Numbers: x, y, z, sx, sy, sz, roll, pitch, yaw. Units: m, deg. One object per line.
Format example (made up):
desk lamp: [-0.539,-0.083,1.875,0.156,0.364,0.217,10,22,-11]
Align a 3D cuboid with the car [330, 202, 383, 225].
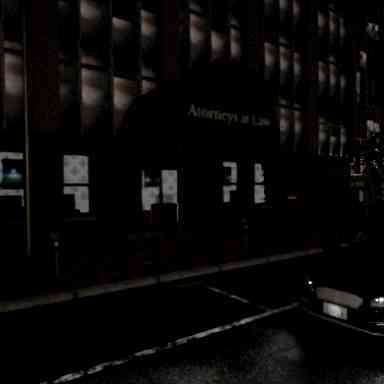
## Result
car: [6.642,1.277,11.497,5.009,1.841,2.192,0,-1,-36]

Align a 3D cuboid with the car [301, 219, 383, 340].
car: [4.083,1.470,6.319,4.902,1.511,2.128,0,0,-36]
